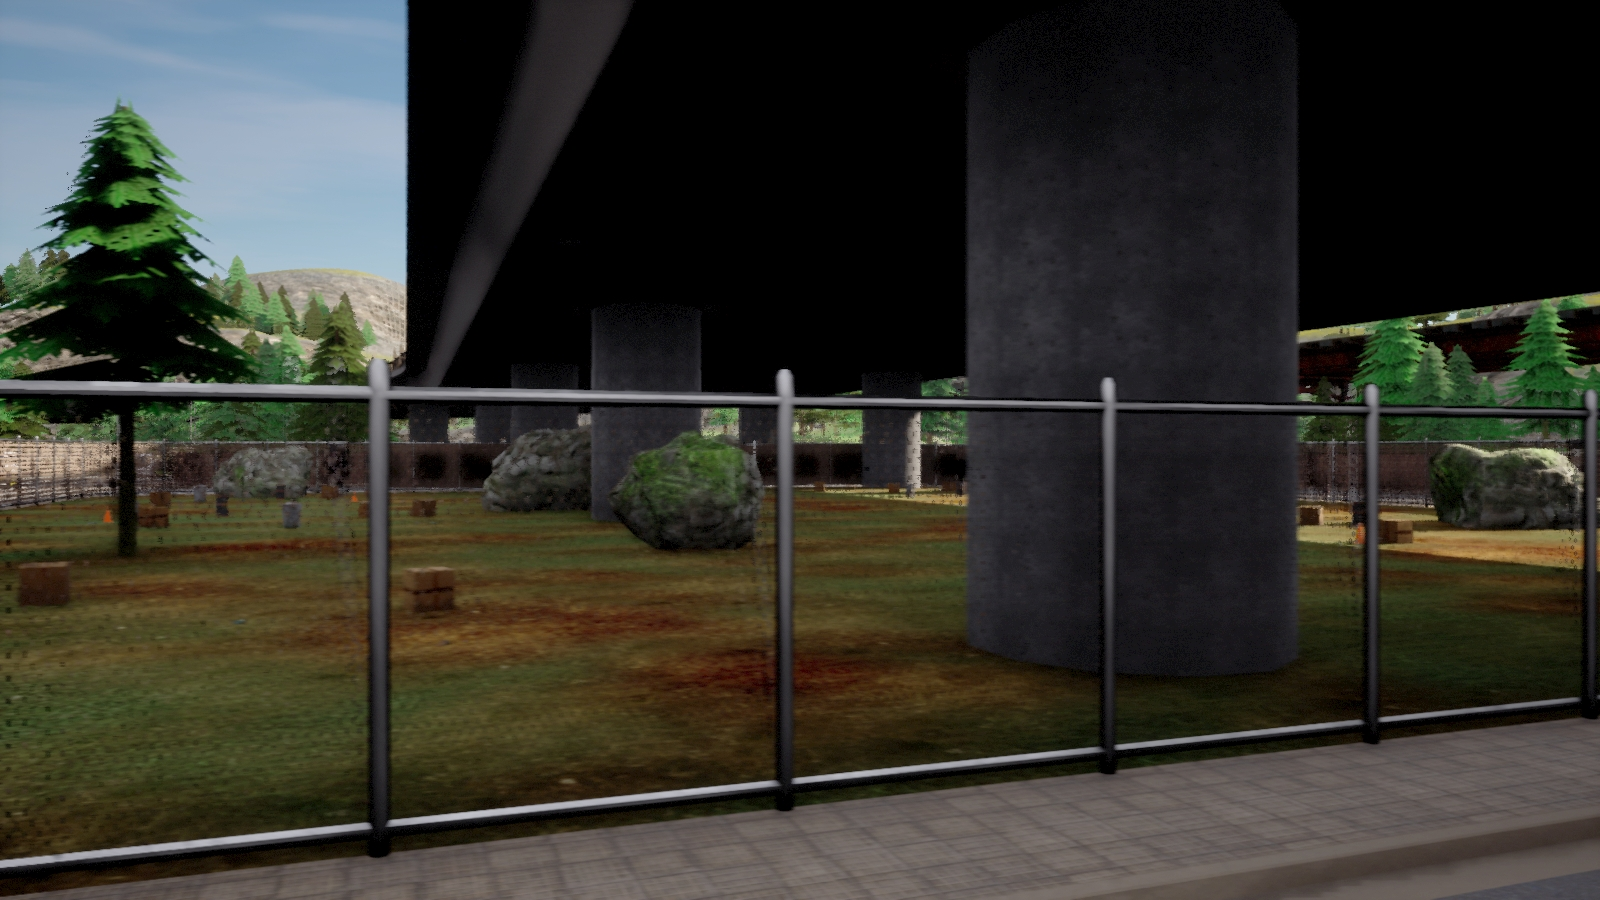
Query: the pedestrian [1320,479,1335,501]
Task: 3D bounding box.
[{"bbox_3d":[27.518,2.077,59.648,0.500,1.100,0.500,0,0,-21],"label":"pedestrian"}]
